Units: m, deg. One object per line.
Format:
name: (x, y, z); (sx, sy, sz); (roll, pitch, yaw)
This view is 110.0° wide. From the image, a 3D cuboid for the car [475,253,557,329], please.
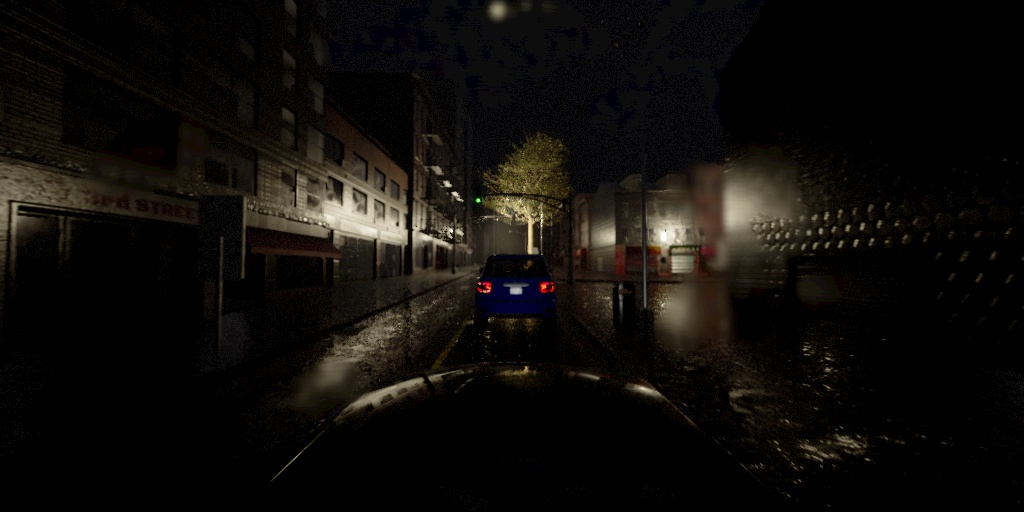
car: (0.102, 0.956, 11.373); (2.150, 2.045, 5.566); (0, 0, 0)
